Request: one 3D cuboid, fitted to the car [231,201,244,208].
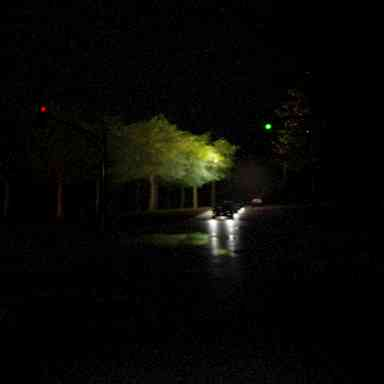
[{"bbox_3d":[8.168,2.195,59.415,1.895,1.301,4.718,-1,-1,11],"label":"car"}]

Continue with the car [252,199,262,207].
[{"bbox_3d":[13.843,2.328,70.909,1.882,1.535,5.008,-1,-2,10],"label":"car"}]

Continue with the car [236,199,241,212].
[{"bbox_3d":[4.637,1.838,40.575,1.812,1.442,4.674,-1,-1,11],"label":"car"}]

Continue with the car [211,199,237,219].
[{"bbox_3d":[3.015,1.721,31.726,1.837,1.490,4.892,-1,-1,11],"label":"car"}]

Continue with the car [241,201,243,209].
[{"bbox_3d":[6.253,1.772,49.362,2.097,1.767,4.553,-1,-1,11],"label":"car"}]

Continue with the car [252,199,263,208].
[{"bbox_3d":[12.032,2.201,60.981,1.895,1.301,4.718,-1,-1,10],"label":"car"}]
